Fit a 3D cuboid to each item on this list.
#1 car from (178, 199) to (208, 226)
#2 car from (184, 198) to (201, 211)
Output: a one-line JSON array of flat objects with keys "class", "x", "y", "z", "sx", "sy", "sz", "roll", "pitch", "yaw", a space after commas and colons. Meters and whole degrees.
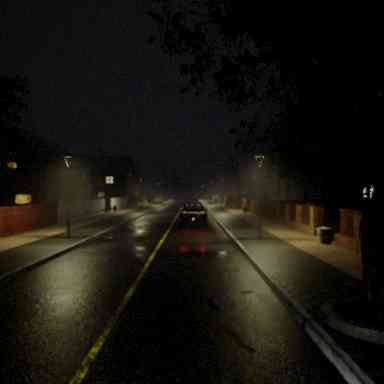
[{"class": "car", "x": 0.083, "y": 1.499, "z": 23.235, "sx": 2.128, "sy": 1.511, "sz": 4.902, "roll": 0, "pitch": 0, "yaw": 0}, {"class": "car", "x": 0.071, "y": 1.555, "z": 41.240, "sx": 2.033, "sy": 1.411, "sz": 5.357, "roll": 0, "pitch": 0, "yaw": 0}]
